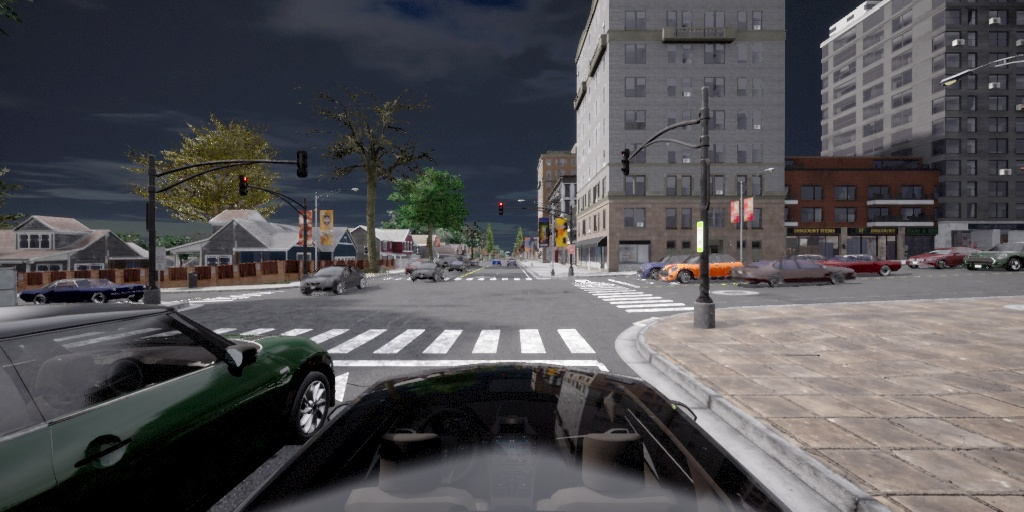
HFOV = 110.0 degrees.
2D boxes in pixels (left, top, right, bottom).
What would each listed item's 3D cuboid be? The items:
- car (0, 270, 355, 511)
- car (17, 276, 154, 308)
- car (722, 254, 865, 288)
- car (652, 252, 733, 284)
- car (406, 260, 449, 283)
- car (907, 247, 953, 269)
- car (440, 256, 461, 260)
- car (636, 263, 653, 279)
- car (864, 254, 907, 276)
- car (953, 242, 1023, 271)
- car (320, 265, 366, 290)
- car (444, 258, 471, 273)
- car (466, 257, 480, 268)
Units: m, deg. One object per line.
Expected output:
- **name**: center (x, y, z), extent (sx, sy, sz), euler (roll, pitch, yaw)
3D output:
- **car**: center (-3.151, 1.102, 2.446), extent (2.097, 1.767, 4.553), euler (0, 0, 0)
- **car**: center (-21.634, 1.807, 18.325), extent (4.718, 1.301, 1.895), euler (-2, 0, 0)
- **car**: center (14.121, 0.779, 18.253), extent (5.357, 1.411, 2.033), euler (-2, 0, 0)
- **car**: center (11.355, 0.680, 21.678), extent (4.553, 1.767, 2.097), euler (-2, 0, 0)
- **car**: center (-6.631, 1.271, 28.676), extent (1.837, 1.490, 4.892), euler (0, -1, 0)
- **car**: center (30.410, 0.121, 24.992), extent (4.674, 1.442, 1.812), euler (-2, 0, 0)
- **car**: center (-9.908, 1.027, 56.202), extent (2.150, 2.045, 5.566), euler (0, 0, 0)
- **car**: center (11.102, 0.679, 24.998), extent (4.553, 1.767, 2.097), euler (-2, 0, 2)
- **car**: center (20.339, 0.584, 21.712), extent (4.718, 1.301, 1.895), euler (-2, 0, 0)
- **car**: center (30.494, -0.046, 21.745), extent (4.553, 1.767, 2.097), euler (-2, 0, 0)
- **car**: center (-9.905, 1.302, 20.226), extent (1.837, 1.490, 4.892), euler (-2, 0, 0)
- **car**: center (-6.651, 1.325, 44.170), extent (2.033, 1.411, 5.357), euler (0, 0, 0)
- **car**: center (-6.642, 1.390, 62.296), extent (1.994, 1.385, 4.181), euler (0, 0, 0)
